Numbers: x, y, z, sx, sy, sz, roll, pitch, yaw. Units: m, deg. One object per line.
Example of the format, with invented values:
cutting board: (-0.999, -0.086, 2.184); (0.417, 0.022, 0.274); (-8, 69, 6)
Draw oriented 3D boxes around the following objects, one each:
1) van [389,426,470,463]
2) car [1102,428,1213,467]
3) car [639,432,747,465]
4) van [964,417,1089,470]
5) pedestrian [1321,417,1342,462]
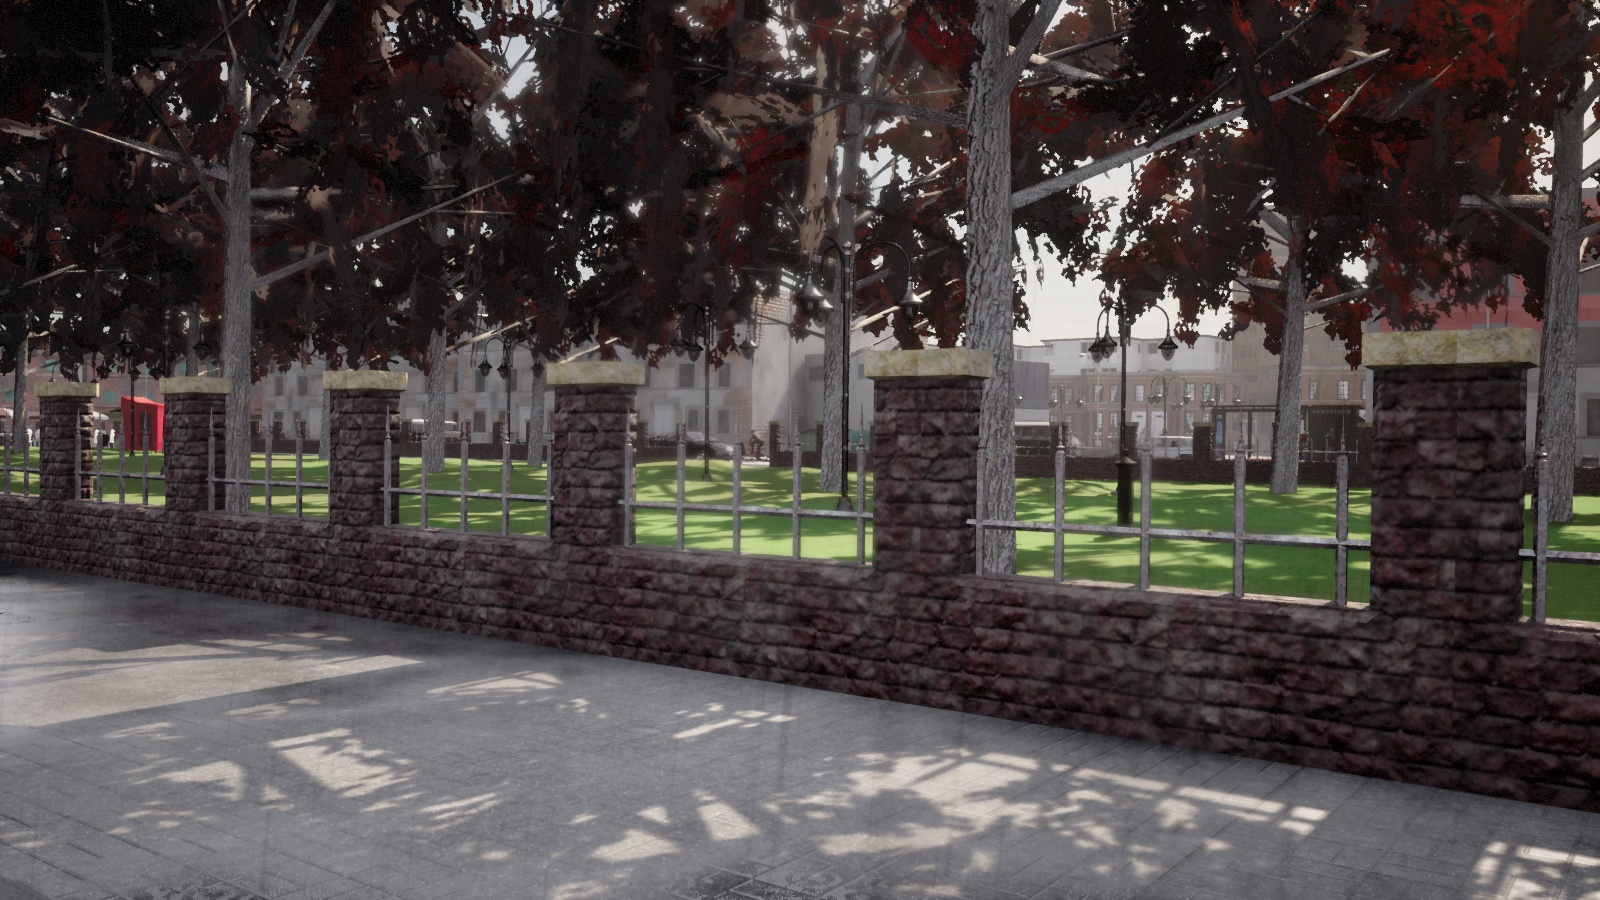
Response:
van: (-20.982, -0.325, 71.021); (4.480, 2.038, 2.069); (0, 1, 36)
car: (14.228, -0.115, 50.049); (3.806, 1.475, 1.970); (0, 1, 36)
car: (-5.087, -0.076, 59.328); (4.902, 1.511, 2.128); (0, 1, 36)
van: (8.826, -0.266, 49.060); (4.442, 1.987, 1.775); (0, 1, 36)
pedestrian: (22.335, -0.440, 52.802); (0.376, 1.854, 0.720); (-1, 1, -27)
